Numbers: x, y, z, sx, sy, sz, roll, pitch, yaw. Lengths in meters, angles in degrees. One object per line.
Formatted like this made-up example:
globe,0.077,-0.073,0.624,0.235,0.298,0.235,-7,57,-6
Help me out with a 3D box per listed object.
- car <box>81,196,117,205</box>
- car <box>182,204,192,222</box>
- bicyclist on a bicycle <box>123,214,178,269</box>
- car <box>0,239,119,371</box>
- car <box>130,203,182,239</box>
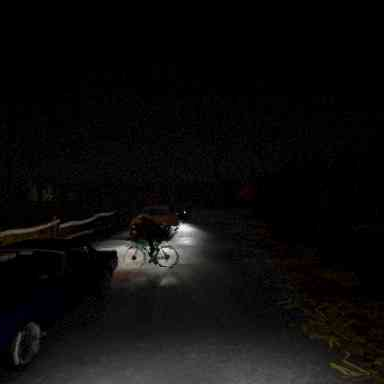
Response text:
car,-12.331,1.352,43.956,4.553,1.767,2.097,0,0,7
car,-1.069,1.601,26.727,1.895,1.301,4.718,0,0,5
bicyclist on a bicycle,-1.228,1.455,9.715,1.656,1.620,0.582,-2,0,5
car,-2.863,1.601,5.859,1.895,1.301,4.718,0,0,5
car,-1.883,1.477,17.697,1.882,1.535,5.008,0,0,5
